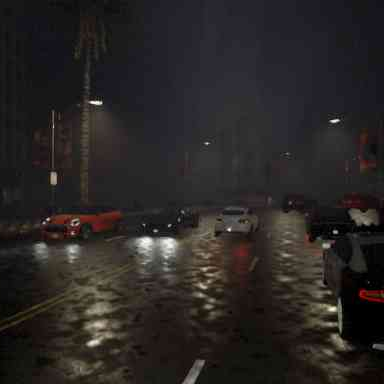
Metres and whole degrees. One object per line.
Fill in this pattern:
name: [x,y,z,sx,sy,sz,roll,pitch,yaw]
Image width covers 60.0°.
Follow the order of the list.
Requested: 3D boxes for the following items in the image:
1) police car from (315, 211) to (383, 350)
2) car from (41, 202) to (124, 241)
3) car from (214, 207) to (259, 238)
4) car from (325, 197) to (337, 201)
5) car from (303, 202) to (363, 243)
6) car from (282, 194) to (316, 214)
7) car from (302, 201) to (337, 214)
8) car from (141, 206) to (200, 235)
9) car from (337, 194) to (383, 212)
police car: [3.613,1.422,6.315,1.930,1.638,5.238,0,0,17]
car: [-5.313,1.340,16.697,2.097,1.767,4.553,0,0,18]
car: [2.447,1.514,17.736,1.812,1.442,4.674,0,0,17]
car: [22.440,1.448,50.616,5.008,1.535,1.882,0,0,-21]
car: [6.473,1.468,15.782,1.882,1.535,5.008,0,0,17]
car: [11.327,1.201,34.380,2.150,2.045,5.566,0,0,41]
car: [8.157,1.513,21.097,1.812,1.442,4.674,0,0,21]
car: [-1.004,1.535,18.989,2.033,1.411,5.357,0,0,18]
car: [18.835,1.200,36.677,5.566,2.045,2.150,0,0,-36]
